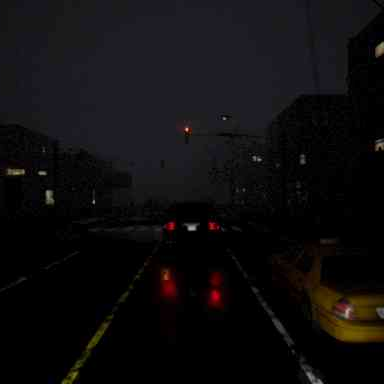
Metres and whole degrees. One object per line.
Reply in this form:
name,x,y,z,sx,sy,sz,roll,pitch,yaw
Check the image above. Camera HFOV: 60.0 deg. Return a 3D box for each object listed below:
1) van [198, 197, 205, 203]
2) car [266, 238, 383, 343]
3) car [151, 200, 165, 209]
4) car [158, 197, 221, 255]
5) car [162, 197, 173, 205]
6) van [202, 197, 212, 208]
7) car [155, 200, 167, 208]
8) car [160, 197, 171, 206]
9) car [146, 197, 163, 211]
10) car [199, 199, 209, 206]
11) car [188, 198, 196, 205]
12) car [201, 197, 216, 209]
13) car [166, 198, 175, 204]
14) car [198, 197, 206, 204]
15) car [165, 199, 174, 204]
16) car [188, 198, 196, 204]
van,2.654,2.229,94.496,1.690,1.788,3.998,-1,-1,0
car,2.685,1.590,6.722,1.752,1.417,4.829,-1,-1,0
car,-5.712,2.070,55.685,1.887,1.381,4.507,-1,-1,0
car,-0.004,1.350,14.034,2.150,2.045,5.566,0,0,0
car,-5.721,2.048,77.862,2.192,1.841,5.009,-1,-1,0
van,2.665,1.919,61.233,1.690,1.788,3.998,-1,-1,0
car,-5.713,2.159,61.229,1.802,1.307,4.206,-1,-1,0
car,-5.720,1.996,72.318,2.192,1.841,5.009,-1,-1,0
car,-5.711,1.789,50.143,2.192,1.841,5.009,-1,-1,0
car,2.664,2.232,72.319,2.008,1.369,4.403,-1,-1,0
car,-0.026,2.181,75.262,1.882,1.535,5.008,0,-1,0
car,2.667,1.841,55.690,2.192,1.841,5.009,-1,-1,0
car,-5.722,2.381,88.947,1.887,1.381,4.507,-1,-1,0
car,2.657,2.277,88.951,1.967,1.590,4.097,-1,-1,0
car,-5.720,2.351,83.403,1.947,1.339,4.313,-1,-1,0
car,-0.029,2.264,86.546,1.994,1.385,4.181,0,-1,0
